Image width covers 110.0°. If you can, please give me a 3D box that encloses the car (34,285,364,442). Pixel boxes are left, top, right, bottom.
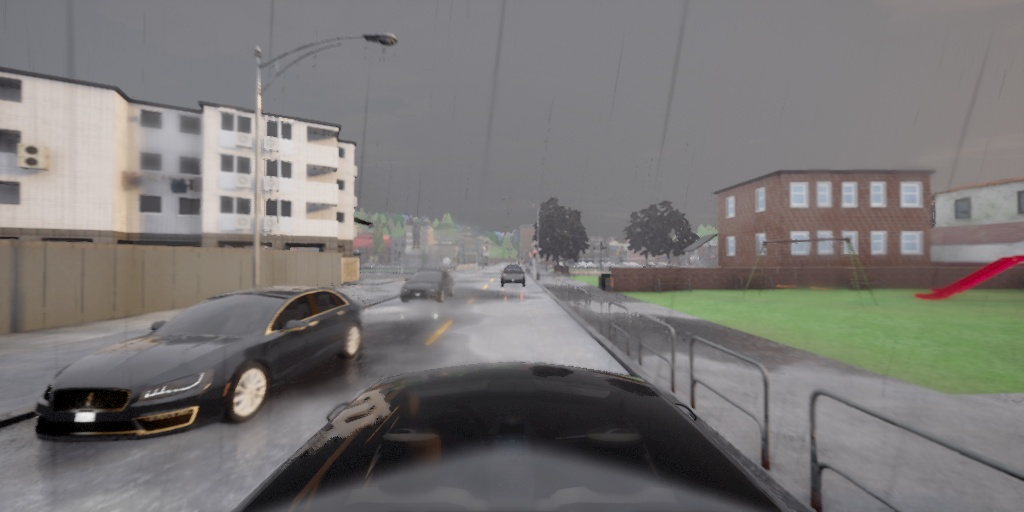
[{"bbox_3d":[-4.094,1.300,5.869,1.837,1.490,4.892,0,0,0],"label":"car"}]

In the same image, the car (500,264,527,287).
[{"bbox_3d":[0.087,1.534,27.778,2.128,1.511,4.902,0,-1,0],"label":"car"}]

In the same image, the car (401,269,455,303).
[{"bbox_3d":[-4.069,1.435,17.953,1.837,1.490,4.892,0,0,0],"label":"car"}]
